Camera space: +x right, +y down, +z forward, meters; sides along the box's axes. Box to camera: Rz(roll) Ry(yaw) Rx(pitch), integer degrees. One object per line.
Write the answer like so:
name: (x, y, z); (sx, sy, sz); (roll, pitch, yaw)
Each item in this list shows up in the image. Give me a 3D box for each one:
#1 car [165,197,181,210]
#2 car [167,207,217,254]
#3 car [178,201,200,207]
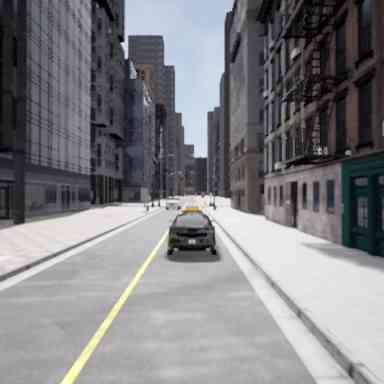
car: (-3.011, 1.791, 53.524); (2.150, 2.045, 5.566); (0, -1, 0)
car: (0.023, 1.624, 14.249); (1.882, 1.535, 5.008); (0, 0, 0)
car: (0.023, 1.778, 29.251); (1.882, 1.535, 5.008); (0, 0, 0)
